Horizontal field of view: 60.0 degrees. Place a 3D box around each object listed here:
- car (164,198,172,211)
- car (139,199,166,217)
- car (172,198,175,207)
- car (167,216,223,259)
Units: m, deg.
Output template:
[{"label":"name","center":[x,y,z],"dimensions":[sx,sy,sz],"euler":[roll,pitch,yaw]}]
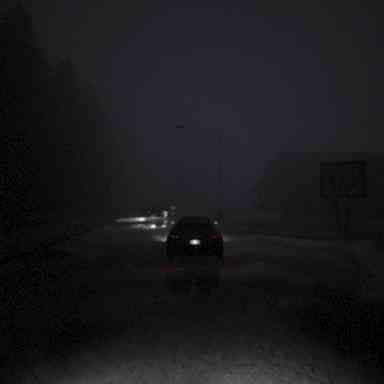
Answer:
[{"label":"car","center":[-4.085,1.720,44.026],"dimensions":[1.837,1.490,4.892],"euler":[0,0,0]},{"label":"car","center":[-4.093,1.730,33.670],"dimensions":[1.994,1.385,4.181],"euler":[0,0,0]},{"label":"car","center":[-4.035,1.817,59.222],"dimensions":[1.812,1.442,4.674],"euler":[0,0,1]},{"label":"car","center":[0.097,1.627,12.923],"dimensions":[1.994,1.385,4.181],"euler":[0,0,0]}]
